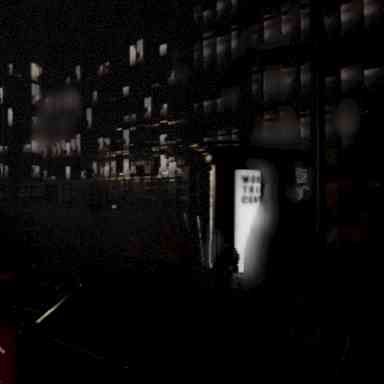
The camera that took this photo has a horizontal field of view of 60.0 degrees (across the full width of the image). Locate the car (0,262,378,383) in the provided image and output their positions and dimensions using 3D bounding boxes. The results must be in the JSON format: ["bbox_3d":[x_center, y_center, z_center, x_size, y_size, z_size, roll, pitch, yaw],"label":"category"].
[{"bbox_3d":[-0.513,1.448,3.244,4.097,1.590,1.967,0,0,36],"label":"car"}]
